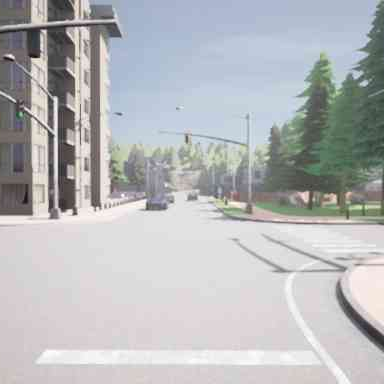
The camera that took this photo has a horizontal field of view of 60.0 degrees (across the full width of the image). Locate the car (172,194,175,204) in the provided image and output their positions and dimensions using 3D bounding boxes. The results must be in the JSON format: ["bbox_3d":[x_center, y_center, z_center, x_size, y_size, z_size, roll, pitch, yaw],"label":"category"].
[{"bbox_3d":[-3.482,0.896,47.423,2.128,1.511,4.902,0,1,0],"label":"car"}]

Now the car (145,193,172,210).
[{"bbox_3d":[-3.524,0.922,34.208,2.097,1.767,4.553,0,1,0],"label":"car"}]

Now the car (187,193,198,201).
[{"bbox_3d":[0.107,0.836,56.695,2.033,1.411,5.357,0,1,0],"label":"car"}]
